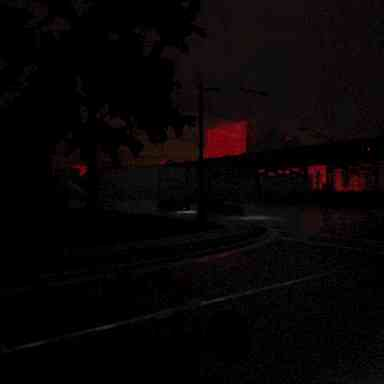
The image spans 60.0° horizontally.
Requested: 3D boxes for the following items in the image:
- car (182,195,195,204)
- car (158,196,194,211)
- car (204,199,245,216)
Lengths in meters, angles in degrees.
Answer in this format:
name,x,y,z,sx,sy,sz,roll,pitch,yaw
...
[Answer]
name,x,y,z,sx,sy,sz,roll,pitch,yaw
car,-1.297,1.405,65.096,2.097,1.767,4.553,0,0,-34
car,-2.358,1.579,41.343,2.033,1.411,5.357,0,0,-33
car,3.168,1.509,33.064,1.882,1.535,5.008,0,0,-34
